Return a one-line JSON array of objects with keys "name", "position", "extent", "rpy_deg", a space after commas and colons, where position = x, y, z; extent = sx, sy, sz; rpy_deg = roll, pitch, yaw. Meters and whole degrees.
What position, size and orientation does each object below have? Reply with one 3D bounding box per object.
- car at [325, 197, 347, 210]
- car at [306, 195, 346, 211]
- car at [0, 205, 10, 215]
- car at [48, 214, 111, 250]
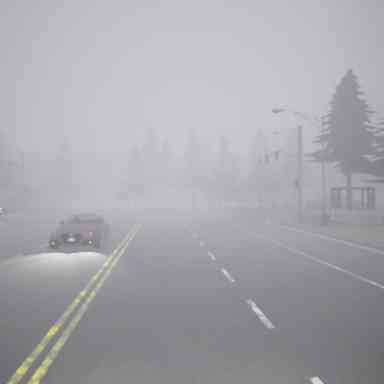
[{"name": "car", "position": [19.704, 1.742, 41.892], "extent": [4.892, 1.490, 1.837], "rpy_deg": [0, 0, -5]}, {"name": "car", "position": [18.411, 1.487, 45.307], "extent": [5.566, 2.045, 2.150], "rpy_deg": [0, 0, -5]}, {"name": "car", "position": [-21.381, 1.600, 34.352], "extent": [4.553, 1.767, 2.097], "rpy_deg": [0, 0, -6]}, {"name": "car", "position": [-4.864, 1.690, 14.961], "extent": [1.994, 1.385, 4.181], "rpy_deg": [0, -1, -5]}]
